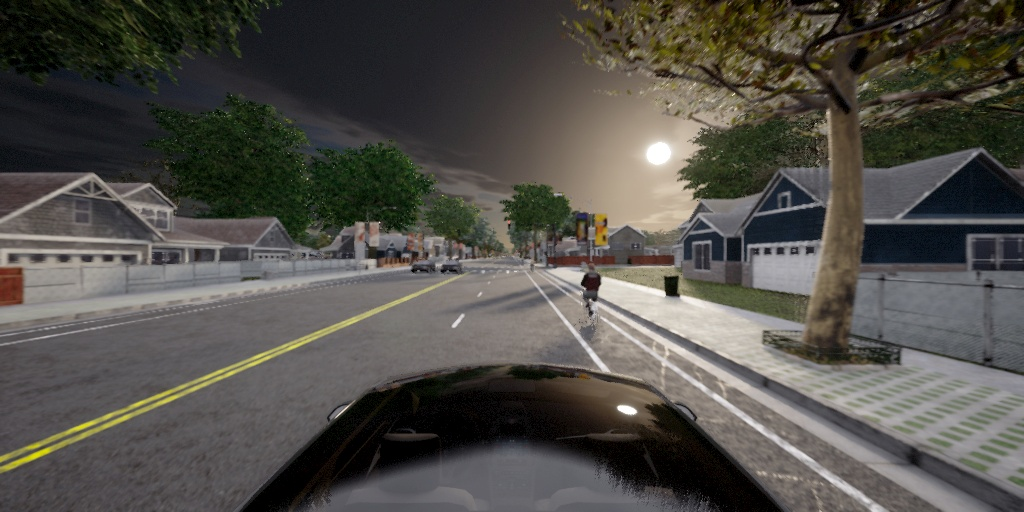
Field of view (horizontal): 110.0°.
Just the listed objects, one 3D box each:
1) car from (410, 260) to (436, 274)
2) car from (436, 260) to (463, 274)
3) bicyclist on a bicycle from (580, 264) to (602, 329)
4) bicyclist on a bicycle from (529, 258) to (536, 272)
[{"bbox_3d":[-9.789,1.190,40.205,2.033,1.411,5.357,0,0,0],"label":"car"},{"bbox_3d":[-6.546,1.192,39.471,2.033,1.411,5.357,0,0,1],"label":"car"},{"bbox_3d":[2.237,1.097,10.288,0.659,1.776,1.843,0,0,0],"label":"bicyclist on a bicycle"},{"bbox_3d":[2.395,1.073,42.352,0.866,1.612,1.509,0,0,-2],"label":"bicyclist on a bicycle"}]
